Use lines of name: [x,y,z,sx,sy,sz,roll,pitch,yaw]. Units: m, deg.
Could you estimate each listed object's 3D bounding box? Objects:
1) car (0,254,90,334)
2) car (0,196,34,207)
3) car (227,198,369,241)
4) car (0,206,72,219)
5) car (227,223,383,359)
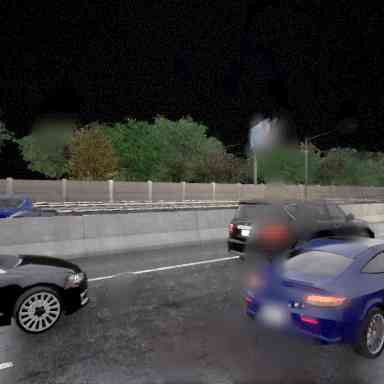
car: [-4.117,1.491,5.097,4.902,1.511,2.128,0,0,-36]
car: [-11.157,1.223,17.537,5.566,2.045,2.150,0,0,-36]
car: [3.651,1.226,10.745,5.566,2.045,2.150,0,0,-36]
car: [-7.546,1.548,15.838,5.357,1.411,2.033,0,0,-36]
car: [2.987,1.528,5.951,4.674,1.442,1.812,0,0,-36]
